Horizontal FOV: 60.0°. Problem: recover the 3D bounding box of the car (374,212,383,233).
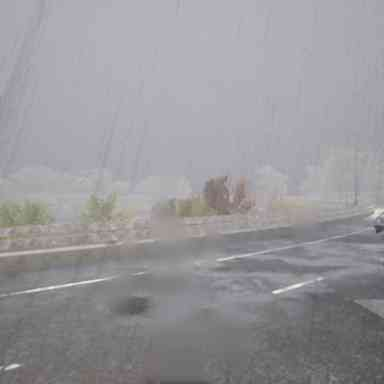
[{"bbox_3d":[12.558,1.699,20.128,2.033,1.411,5.357,0,0,42],"label":"car"}]
